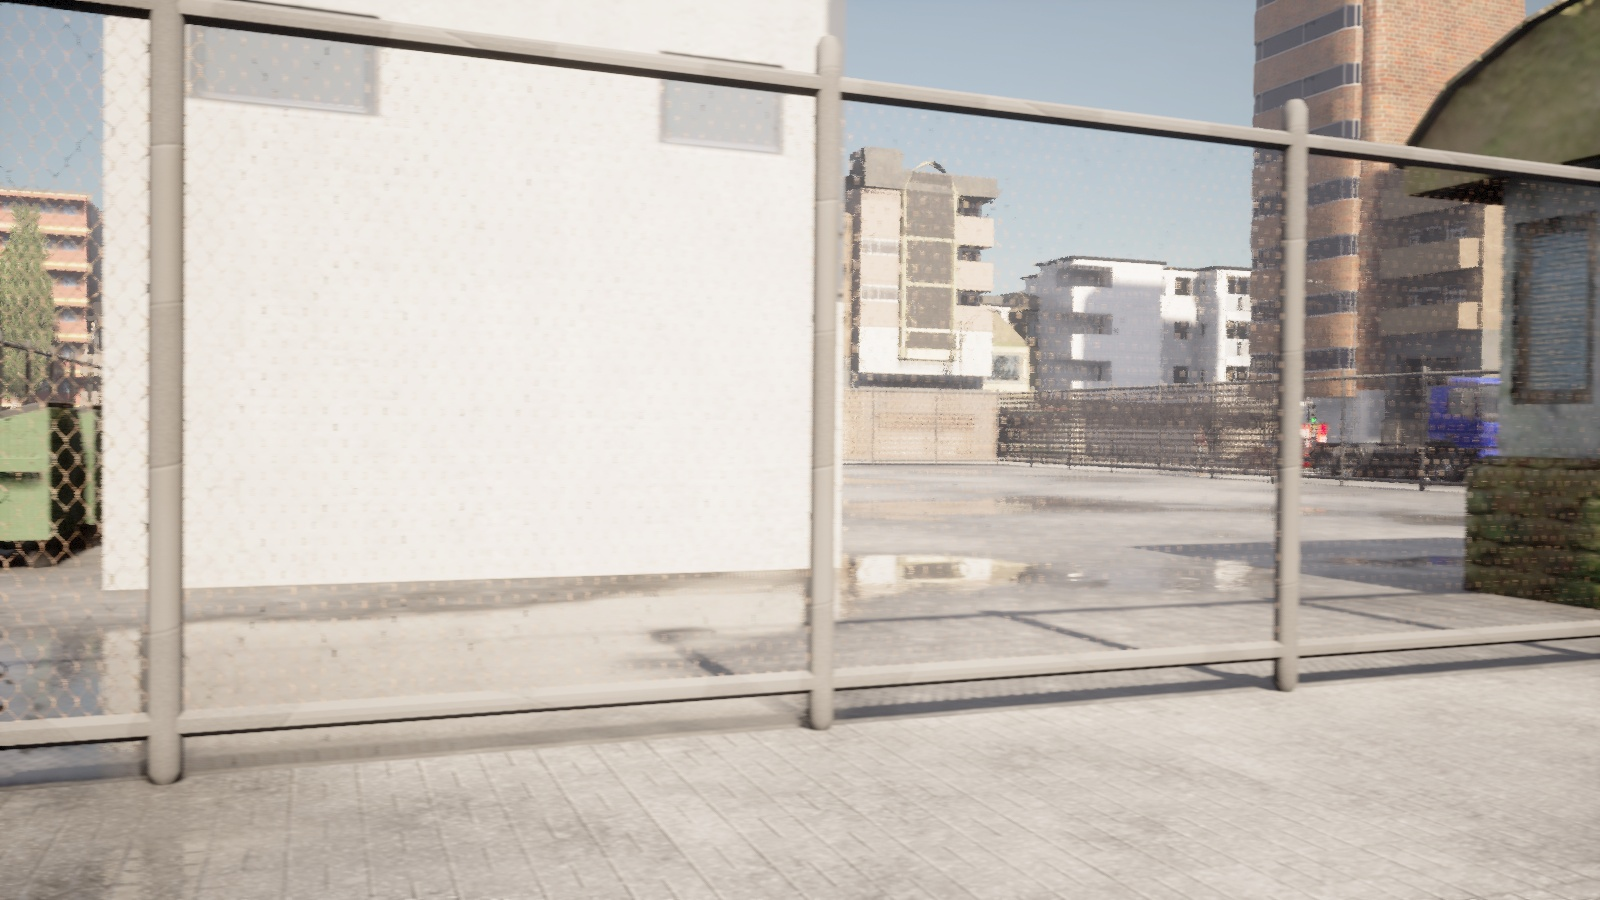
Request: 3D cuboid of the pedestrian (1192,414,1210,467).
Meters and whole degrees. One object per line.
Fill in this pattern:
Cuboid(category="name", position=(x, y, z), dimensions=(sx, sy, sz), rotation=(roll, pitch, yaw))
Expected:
Cuboid(category="pedestrian", position=(13.911, -0.336, 43.591), dimensions=(0.345, 1.836, 0.594), rotation=(-1, 1, -10))

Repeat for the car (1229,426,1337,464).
Cuboid(category="car", position=(19.878, -0.227, 51.864), dimensions=(1.816, 1.474, 4.193), rotation=(-1, 1, -21))

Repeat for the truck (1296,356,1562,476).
Cuboid(category="truck", position=(19.964, -1.041, 40.549), dimensions=(2.891, 3.462, 7.936), rotation=(-1, 1, -19))
